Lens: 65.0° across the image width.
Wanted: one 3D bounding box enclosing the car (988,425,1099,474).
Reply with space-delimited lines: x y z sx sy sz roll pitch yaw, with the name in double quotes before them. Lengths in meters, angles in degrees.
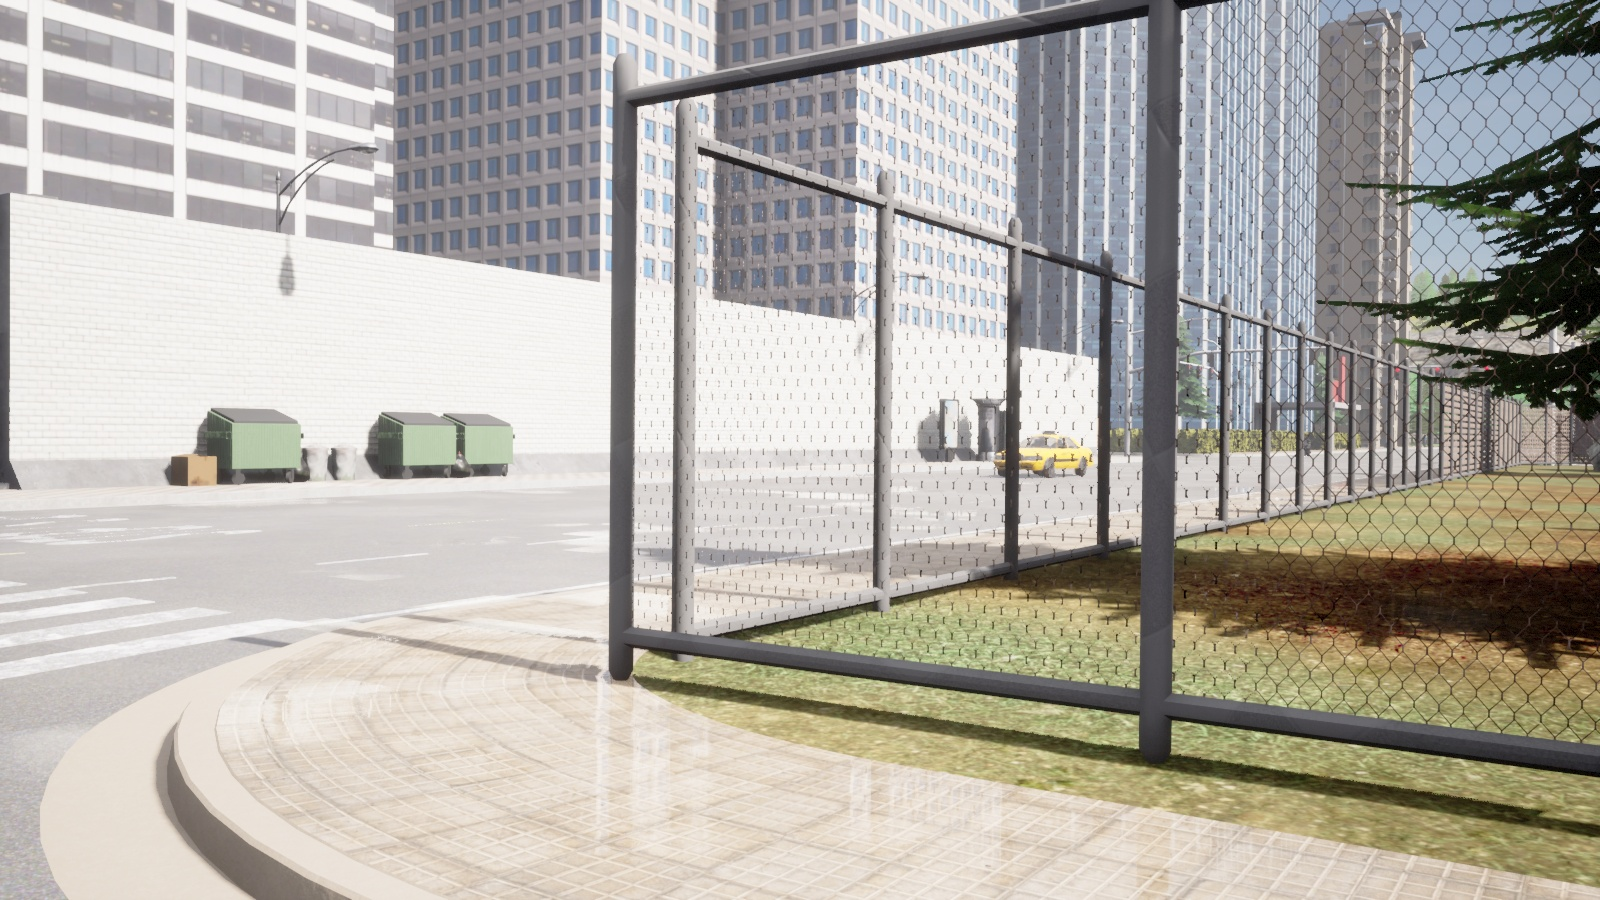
"car" 8.422 -0.049 42.997 1.801 1.575 5.366 0 1 34
